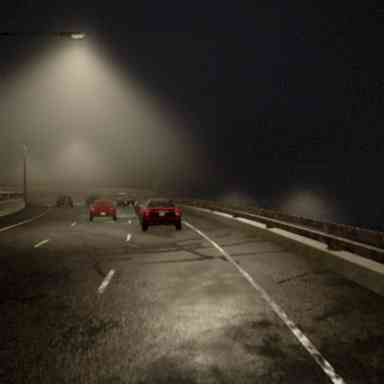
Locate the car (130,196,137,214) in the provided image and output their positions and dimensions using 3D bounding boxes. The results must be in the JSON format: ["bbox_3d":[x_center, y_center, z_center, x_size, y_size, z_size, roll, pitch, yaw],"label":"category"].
[{"bbox_3d":[-3.671,1.250,27.616,2.033,1.411,5.357,0,1,-14],"label":"car"}]

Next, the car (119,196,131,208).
[{"bbox_3d":[-7.873,1.180,40.496,1.895,1.301,4.718,-1,1,-21],"label":"car"}]

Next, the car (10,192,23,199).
[{"bbox_3d":[-40.635,0.853,76.899,4.892,1.490,1.837,0,1,43],"label":"car"}]

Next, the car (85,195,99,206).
[{"bbox_3d":[-12.658,1.104,42.928,1.812,1.442,4.674,0,1,-23],"label":"car"}]

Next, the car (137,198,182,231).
[{"bbox_3d":[-1.915,1.139,19.326,2.097,1.767,4.553,0,1,-11],"label":"car"}]

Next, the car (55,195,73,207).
[{"bbox_3d":[-16.400,1.128,42.781,1.812,1.442,4.674,0,1,-24],"label":"car"}]

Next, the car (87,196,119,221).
[{"bbox_3d":[-6.615,1.276,24.928,1.812,1.442,4.674,-1,1,-14],"label":"car"}]
